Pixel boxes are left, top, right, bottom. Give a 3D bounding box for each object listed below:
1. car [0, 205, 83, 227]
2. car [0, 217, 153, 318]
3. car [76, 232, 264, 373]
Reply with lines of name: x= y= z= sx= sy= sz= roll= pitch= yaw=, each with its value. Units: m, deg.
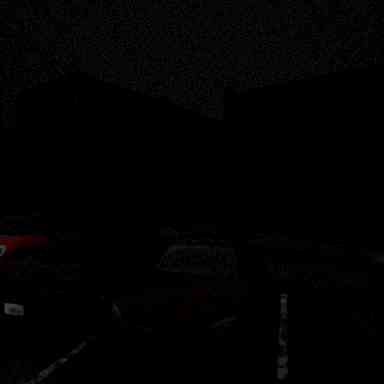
car: x=-4.607 y=1.352 z=9.459 sx=2.185 sy=1.767 sz=4.553 roll=1 pitch=-1 yaw=16
car: x=-2.192 y=1.508 z=7.644 sx=2.163 sy=1.488 sz=4.792 roll=1 pitch=-1 yaw=16
car: x=0.254 y=1.522 z=5.921 sx=2.002 sy=1.452 sz=4.674 roll=1 pitch=-1 yaw=16
